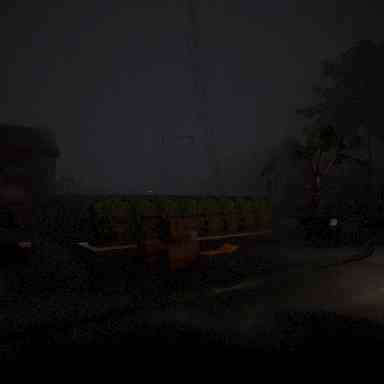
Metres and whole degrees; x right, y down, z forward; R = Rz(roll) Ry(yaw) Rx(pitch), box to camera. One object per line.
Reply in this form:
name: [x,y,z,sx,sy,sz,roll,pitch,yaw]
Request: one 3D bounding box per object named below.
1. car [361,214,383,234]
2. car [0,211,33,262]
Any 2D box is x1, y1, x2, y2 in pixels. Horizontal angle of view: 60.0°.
car: [11.605,1.548,16.761,5.357,1.411,2.033,0,0,40]
car: [-6.477,1.356,10.777,2.033,1.415,5.357,0,0,-33]
